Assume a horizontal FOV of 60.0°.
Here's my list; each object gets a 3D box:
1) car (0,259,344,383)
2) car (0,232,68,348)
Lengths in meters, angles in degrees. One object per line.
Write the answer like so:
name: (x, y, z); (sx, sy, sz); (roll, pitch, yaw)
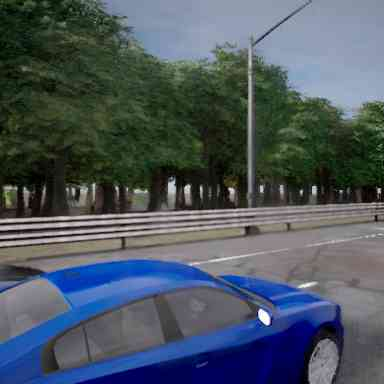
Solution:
car: (-0.402, 1.478, 3.460); (5.008, 1.535, 1.882); (0, 0, -36)
car: (-4.777, 1.545, 4.634); (5.357, 1.411, 2.033); (0, 0, -35)
